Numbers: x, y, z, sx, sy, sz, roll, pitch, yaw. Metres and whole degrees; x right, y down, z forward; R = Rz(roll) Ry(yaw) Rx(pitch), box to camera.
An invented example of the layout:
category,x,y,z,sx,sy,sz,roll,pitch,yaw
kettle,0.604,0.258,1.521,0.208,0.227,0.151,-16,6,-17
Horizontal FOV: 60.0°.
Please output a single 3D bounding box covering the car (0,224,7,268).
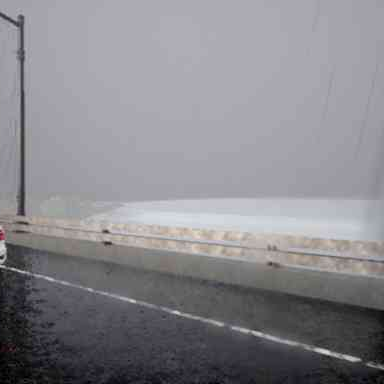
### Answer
category,x,y,z,sx,sy,sz,roll,pitch,yaw
car,-7.379,1.263,9.320,5.566,2.045,2.150,0,0,36
